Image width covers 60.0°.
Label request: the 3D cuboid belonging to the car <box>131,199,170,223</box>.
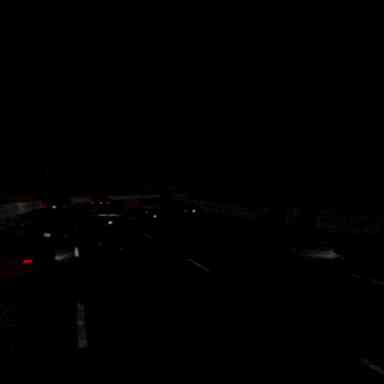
[{"bbox_3d":[-3.385,1.554,26.088,1.812,1.442,4.674,0,0,-18],"label":"car"}]

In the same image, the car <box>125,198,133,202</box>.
[{"bbox_3d":[-7.351,1.525,40.116,1.882,1.535,5.008,0,0,-14],"label":"car"}]

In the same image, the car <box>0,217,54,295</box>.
[{"bbox_3d":[-4.668,1.581,8.507,1.994,1.385,4.181,0,0,-20],"label":"car"}]

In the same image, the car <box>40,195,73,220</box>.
[{"bbox_3d":[-11.417,1.269,28.242,2.150,2.045,5.566,0,0,-17],"label":"car"}]

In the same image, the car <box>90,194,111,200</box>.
[{"bbox_3d":[-10.438,1.277,37.967,2.150,2.045,5.566,0,0,-14],"label":"car"}]

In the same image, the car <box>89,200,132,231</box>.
[{"bbox_3d":[-5.368,1.521,20.948,2.128,1.511,4.902,0,0,-19],"label":"car"}]

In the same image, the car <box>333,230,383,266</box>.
[{"bbox_3d":[6.350,1.540,8.897,2.033,1.411,5.357,0,0,-20],"label":"car"}]

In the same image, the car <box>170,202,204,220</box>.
[{"bbox_3d":[-0.619,1.571,28.813,2.033,1.411,5.357,0,0,-18],"label":"car"}]
